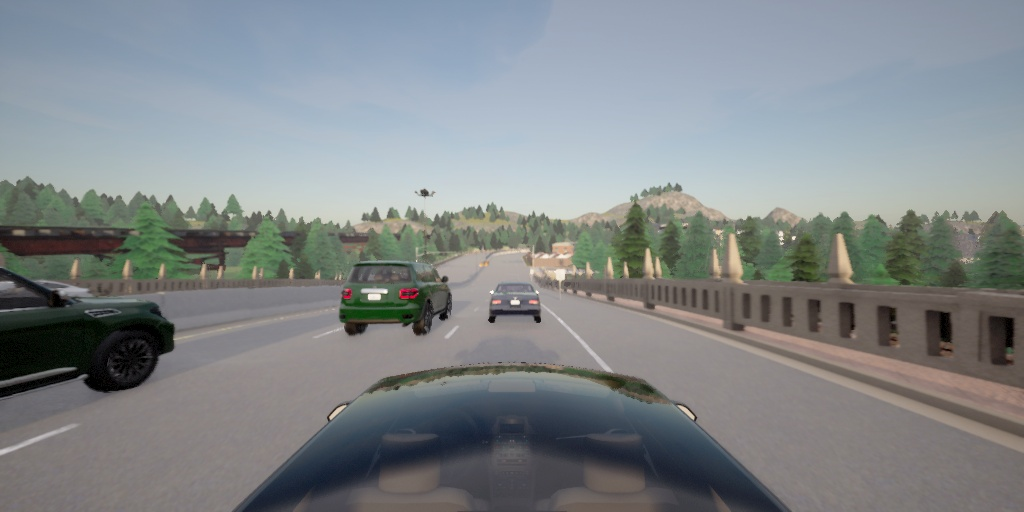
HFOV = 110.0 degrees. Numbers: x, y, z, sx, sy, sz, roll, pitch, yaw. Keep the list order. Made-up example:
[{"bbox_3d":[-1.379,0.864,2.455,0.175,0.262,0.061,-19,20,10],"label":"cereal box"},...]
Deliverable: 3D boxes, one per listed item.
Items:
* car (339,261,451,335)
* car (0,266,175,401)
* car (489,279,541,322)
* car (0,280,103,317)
[{"bbox_3d":[-3.399,1.221,11.516,2.150,2.045,5.566,0,-2,0],"label":"car"},{"bbox_3d":[-6.900,0.989,3.767,2.150,2.045,5.566,0,-1,0],"label":"car"},{"bbox_3d":[0.101,1.682,14.013,2.033,1.411,5.357,0,-3,0],"label":"car"},{"bbox_3d":[-21.060,1.739,15.275,1.812,1.442,4.674,0,-4,0],"label":"car"}]
